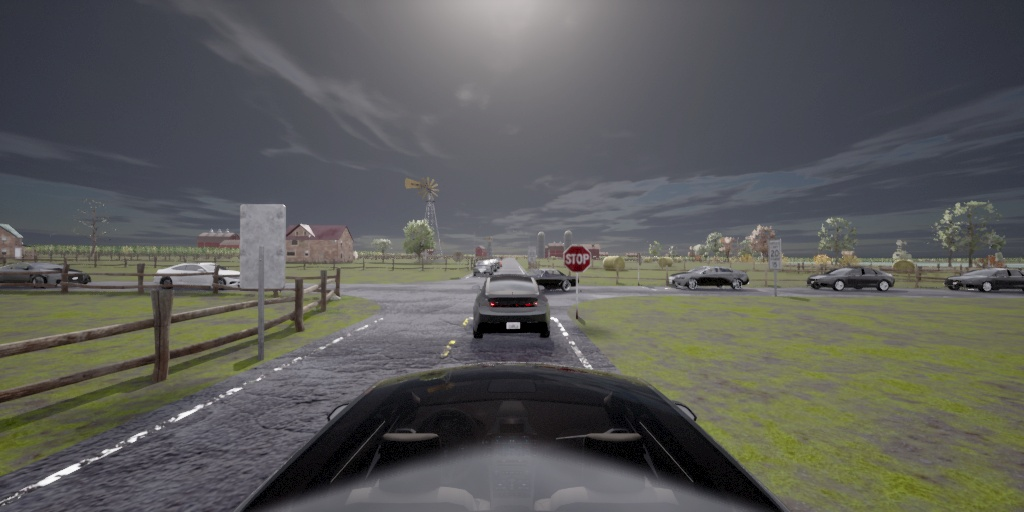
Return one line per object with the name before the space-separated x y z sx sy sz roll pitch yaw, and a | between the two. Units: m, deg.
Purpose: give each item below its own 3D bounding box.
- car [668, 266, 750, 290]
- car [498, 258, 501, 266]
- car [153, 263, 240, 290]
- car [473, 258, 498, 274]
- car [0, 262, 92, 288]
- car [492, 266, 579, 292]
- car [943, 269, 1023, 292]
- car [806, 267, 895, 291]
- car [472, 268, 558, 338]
car | 12.788 1.395 23.434 4.902 1.511 2.128 1 -1 -2
car | -2.872 1.239 46.285 2.128 1.511 4.902 0 0 0
car | -17.252 1.102 20.103 4.674 1.442 1.812 1 -1 -1
car | -2.875 1.241 36.839 2.128 1.511 4.902 0 0 0
car | -26.372 1.047 19.977 4.181 1.385 1.994 1 -1 -1
car | 1.491 1.368 20.201 4.718 1.301 1.895 1 0 -35
car | 31.692 1.586 23.734 4.892 1.490 1.837 1 -1 -1
car | 22.190 1.498 23.609 4.892 1.490 1.837 1 -1 -1
car | -0.078 1.256 10.154 1.837 1.490 4.892 0 0 -3
